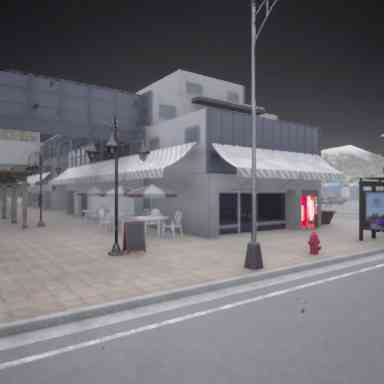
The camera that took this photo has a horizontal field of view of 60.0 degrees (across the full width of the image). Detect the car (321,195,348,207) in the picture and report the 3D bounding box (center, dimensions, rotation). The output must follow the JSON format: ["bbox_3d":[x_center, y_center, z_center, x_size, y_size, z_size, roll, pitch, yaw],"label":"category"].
[{"bbox_3d":[20.691,1.342,49.929,5.027,1.636,2.152,0,0,-36],"label":"car"}]

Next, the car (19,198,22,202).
[{"bbox_3d":[-35.971,1.707,72.562,4.674,1.442,1.812,0,0,-36],"label":"car"}]
